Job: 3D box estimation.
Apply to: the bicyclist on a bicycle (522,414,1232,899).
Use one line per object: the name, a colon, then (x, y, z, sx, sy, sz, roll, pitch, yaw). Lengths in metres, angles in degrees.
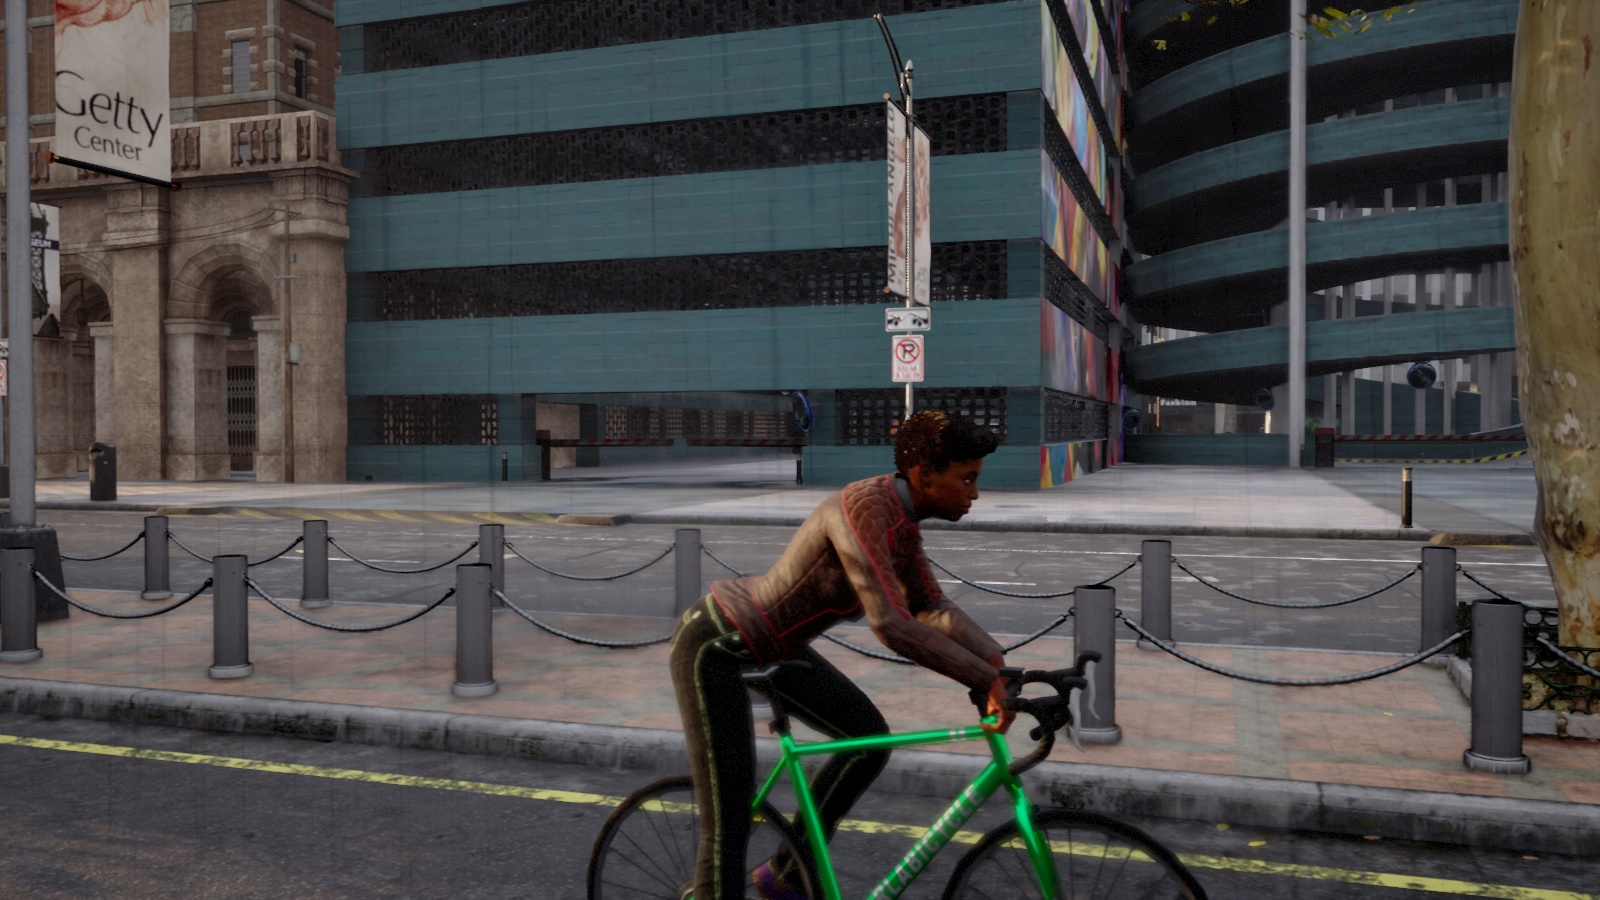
bicyclist on a bicycle: (0.188, 0.729, 3.129, 1.656, 1.620, 0.582, 1, 1, 19)
